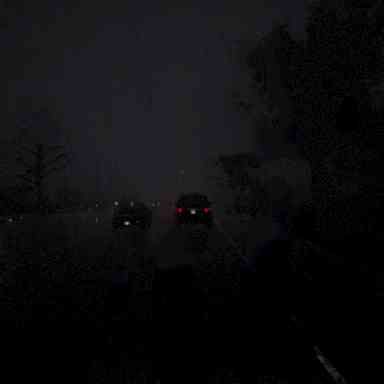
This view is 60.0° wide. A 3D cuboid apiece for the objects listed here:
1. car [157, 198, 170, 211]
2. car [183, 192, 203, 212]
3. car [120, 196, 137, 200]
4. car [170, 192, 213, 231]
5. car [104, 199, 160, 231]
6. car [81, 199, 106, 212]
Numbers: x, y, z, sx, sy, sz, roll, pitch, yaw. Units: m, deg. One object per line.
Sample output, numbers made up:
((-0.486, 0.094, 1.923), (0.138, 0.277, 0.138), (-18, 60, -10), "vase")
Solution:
((-3.398, 1.399, 37.294), (2.033, 1.411, 5.357), (0, 0, 0), "car")
((0.102, 1.069, 38.333), (2.150, 2.045, 5.566), (0, 0, 0), "car")
((-7.034, 1.207, 36.371), (2.097, 1.767, 4.553), (0, 0, 0), "car")
((0.100, 1.141, 20.310), (2.150, 2.045, 5.566), (0, 0, 1), "car")
((-3.399, 1.411, 19.806), (2.128, 1.511, 4.902), (0, 0, 0), "car")
((-10.532, 1.456, 36.455), (1.895, 1.301, 4.718), (0, 0, 0), "car")
